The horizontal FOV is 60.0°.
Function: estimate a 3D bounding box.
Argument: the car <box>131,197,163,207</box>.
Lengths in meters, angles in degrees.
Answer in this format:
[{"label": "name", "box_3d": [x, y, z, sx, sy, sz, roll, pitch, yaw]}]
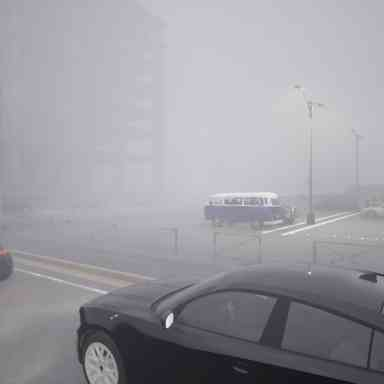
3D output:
[{"label": "car", "box_3d": [-6.741, 1.492, 50.415, 2.033, 1.411, 5.357, 0, 0, 36]}]

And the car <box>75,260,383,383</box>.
[{"label": "car", "box_3d": [0.865, 1.478, 3.378, 5.008, 1.535, 1.882, 0, 0, 36]}]

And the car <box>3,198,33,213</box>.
[{"label": "car", "box_3d": [-18.750, 1.422, 33.555, 1.882, 1.535, 5.008, 0, 0, 36]}]

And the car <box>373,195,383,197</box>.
[{"label": "car", "box_3d": [17.953, 1.153, 29.282, 4.605, 1.855, 1.932, 0, 0, 36]}]

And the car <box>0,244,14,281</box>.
[{"label": "car", "box_3d": [-6.456, 1.564, 8.588, 4.181, 1.385, 1.994, 0, 0, 36]}]

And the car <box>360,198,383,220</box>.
[{"label": "car", "box_3d": [14.728, 1.395, 24.730, 3.806, 1.475, 1.970, 0, 0, 36]}]

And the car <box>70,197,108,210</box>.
[{"label": "car", "box_3d": [-12.906, 1.422, 41.759, 1.882, 1.535, 5.008, 0, 0, 35]}]

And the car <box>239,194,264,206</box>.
[{"label": "car", "box_3d": [11.436, 1.545, 63.581, 1.895, 1.301, 4.718, 0, 0, 35]}]
